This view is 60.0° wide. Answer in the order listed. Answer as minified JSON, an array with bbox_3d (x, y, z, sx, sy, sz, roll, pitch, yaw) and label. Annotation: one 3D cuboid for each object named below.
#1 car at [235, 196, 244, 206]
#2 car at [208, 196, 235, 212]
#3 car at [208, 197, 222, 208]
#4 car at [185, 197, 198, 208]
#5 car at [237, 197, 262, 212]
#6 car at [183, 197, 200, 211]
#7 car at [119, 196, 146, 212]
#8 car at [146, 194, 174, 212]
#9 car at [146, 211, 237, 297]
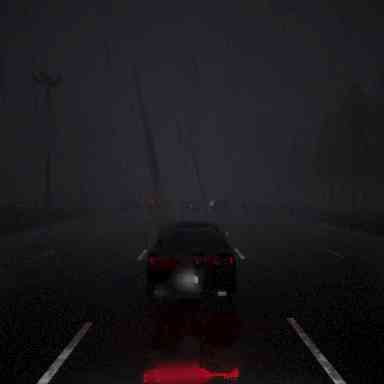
[{"bbox_3d":[6.903,1.352,49.233,2.097,1.767,4.553,0,0,0],"label":"car"},{"bbox_3d":[3.426,1.491,39.079,2.128,1.511,4.902,0,0,0],"label":"car"},{"bbox_3d":[3.404,1.526,49.294,1.812,1.442,4.674,0,0,0],"label":"car"},{"bbox_3d":[-0.095,1.505,49.458,1.837,1.490,4.892,0,0,0],"label":"car"},{"bbox_3d":[6.924,1.564,39.257,1.994,1.385,4.181,0,0,0],"label":"car"},{"bbox_3d":[-0.073,1.564,39.453,1.994,1.385,4.181,0,0,0],"label":"car"},{"bbox_3d":[-7.077,1.547,38.626,2.033,1.411,5.357,0,0,0],"label":"car"},{"bbox_3d":[-3.577,1.221,38.695,2.150,2.045,5.566,0,0,0],"label":"car"},{"bbox_3d":[-0.016,1.478,8.636,1.882,1.535,5.008,0,0,0],"label":"car"}]
